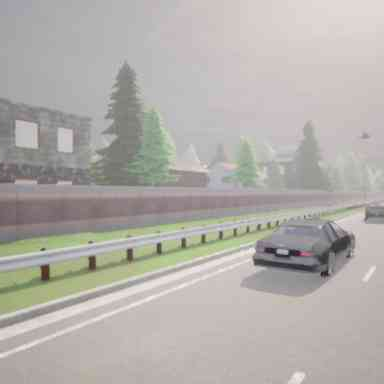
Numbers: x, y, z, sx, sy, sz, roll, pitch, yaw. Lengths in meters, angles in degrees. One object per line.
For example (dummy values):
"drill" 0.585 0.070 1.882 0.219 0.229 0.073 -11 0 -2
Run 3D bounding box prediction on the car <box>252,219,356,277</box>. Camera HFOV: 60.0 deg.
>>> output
"car" 3.710 1.546 10.409 2.033 1.411 5.357 0 0 35

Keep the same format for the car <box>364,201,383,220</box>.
"car" 15.218 1.486 26.845 2.128 1.511 4.902 0 0 35
